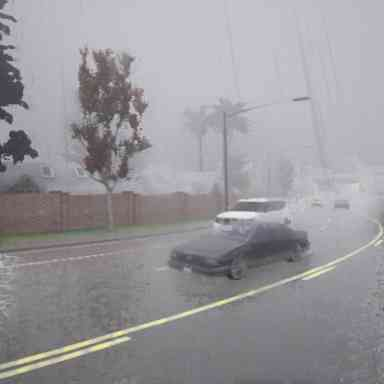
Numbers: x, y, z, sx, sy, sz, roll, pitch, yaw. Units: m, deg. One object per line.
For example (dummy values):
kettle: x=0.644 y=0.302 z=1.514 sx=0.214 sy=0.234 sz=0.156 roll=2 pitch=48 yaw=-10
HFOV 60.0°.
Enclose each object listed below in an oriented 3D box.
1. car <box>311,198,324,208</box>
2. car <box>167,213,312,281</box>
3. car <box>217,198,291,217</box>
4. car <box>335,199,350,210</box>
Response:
car: x=21.033 y=1.846 z=55.768 sx=1.882 sy=1.535 sz=5.008 roll=-1 pitch=-1 yaw=23
car: x=1.775 y=1.613 z=10.387 sx=5.357 sy=1.411 sz=2.033 roll=0 pitch=-1 yaw=-45
car: x=3.363 y=1.352 z=17.481 sx=2.150 sy=2.045 sz=5.566 roll=-1 pitch=-1 yaw=37
car: x=21.487 y=1.740 z=47.701 sx=1.882 sy=1.535 sz=5.008 roll=-1 pitch=-1 yaw=23
